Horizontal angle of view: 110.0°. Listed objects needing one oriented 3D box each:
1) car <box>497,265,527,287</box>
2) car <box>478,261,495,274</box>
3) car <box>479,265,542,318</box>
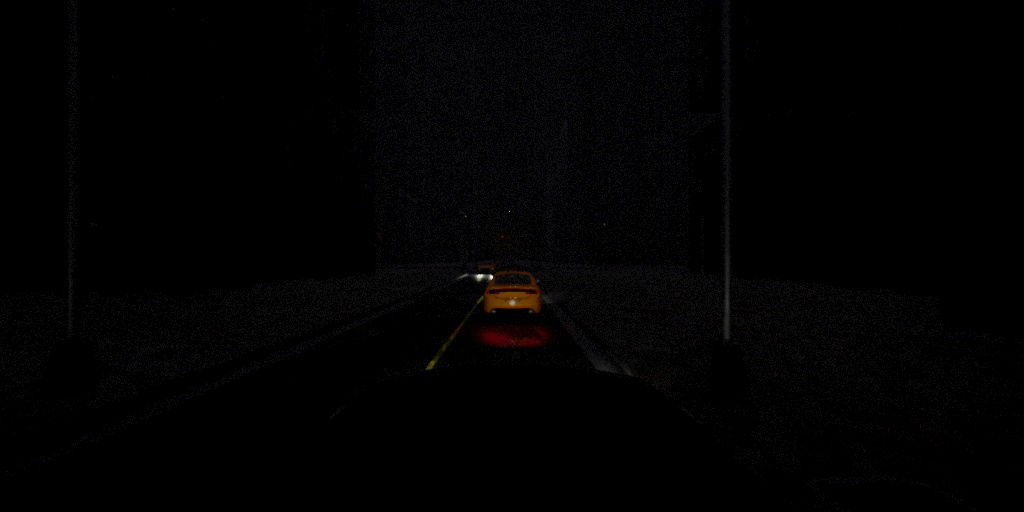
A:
[{"bbox_3d":[0.024,1.416,27.227,2.033,1.411,5.357,0,0,0],"label":"car"},{"bbox_3d":[-3.056,1.417,44.009,1.882,1.535,5.008,0,-1,1],"label":"car"},{"bbox_3d":[0.035,1.283,13.363,1.882,1.535,5.008,0,0,0],"label":"car"}]
